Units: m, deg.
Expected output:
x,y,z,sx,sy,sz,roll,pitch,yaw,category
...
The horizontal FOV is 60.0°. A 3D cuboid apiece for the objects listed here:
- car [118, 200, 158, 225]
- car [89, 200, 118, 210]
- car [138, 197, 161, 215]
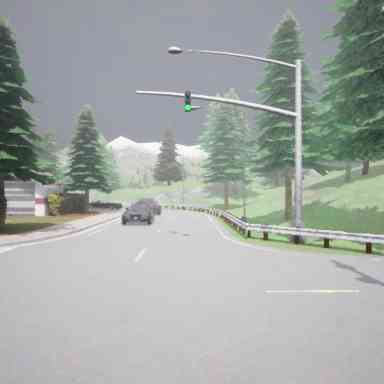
x,y,z,sx,sy,sz,roll,pitch,yaw,category
-3.840,1.564,24.267,1.994,1.385,4.181,0,0,-2,car
-11.147,1.608,41.838,4.718,1.301,1.895,0,0,14,car
-4.618,1.352,34.062,2.097,1.767,4.553,0,0,-19,car
